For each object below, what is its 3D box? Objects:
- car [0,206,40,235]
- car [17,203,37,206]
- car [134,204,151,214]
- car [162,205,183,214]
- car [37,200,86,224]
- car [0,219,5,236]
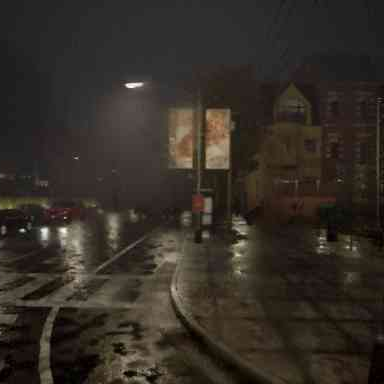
[{"bbox_3d":[-11.617,1.814,20.518,1.837,1.490,4.892,1,-1,1],"label":"car"},{"bbox_3d":[-14.899,1.823,29.854,2.097,1.767,4.553,1,-1,1],"label":"car"},{"bbox_3d":[-7.330,2.512,49.251,1.812,1.442,4.674,1,-1,2],"label":"car"},{"bbox_3d":[-2.853,2.660,50.006,1.895,1.301,4.718,0,-1,17],"label":"car"},{"bbox_3d":[-11.386,1.744,30.194,2.150,2.045,5.566,1,-1,1],"label":"car"},{"bbox_3d":[-8.261,1.734,10.497,1.895,1.301,4.718,1,-1,0],"label":"car"}]
